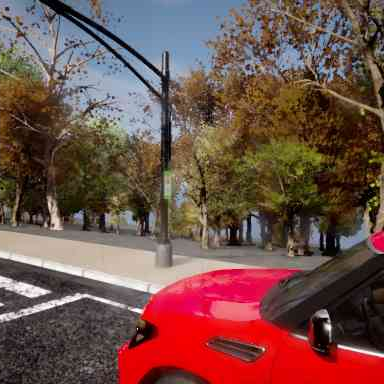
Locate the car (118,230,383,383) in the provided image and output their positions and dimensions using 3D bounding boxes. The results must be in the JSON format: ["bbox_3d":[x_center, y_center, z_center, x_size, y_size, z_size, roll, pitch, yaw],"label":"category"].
[{"bbox_3d":[2.005,1.222,2.283,5.566,2.045,2.150,0,0,34],"label":"car"}]
